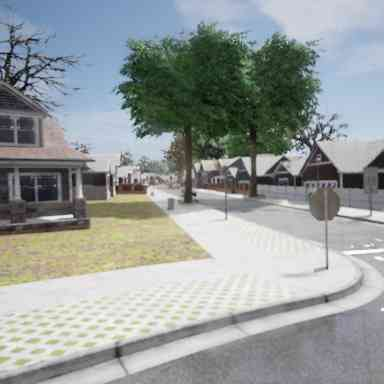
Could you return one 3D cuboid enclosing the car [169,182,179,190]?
[{"bbox_3d":[-4.117,-1.355,86.962,1.882,1.535,5.008,-2,2,-8],"label":"car"}]

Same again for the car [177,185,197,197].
[{"bbox_3d":[-0.581,0.034,51.222,2.033,1.411,5.357,-2,2,-10],"label":"car"}]
